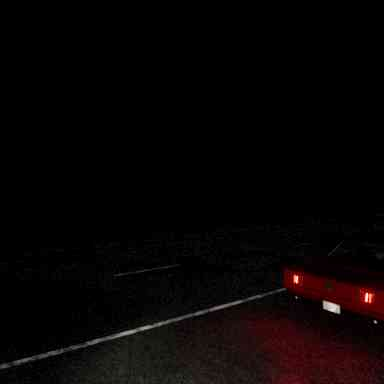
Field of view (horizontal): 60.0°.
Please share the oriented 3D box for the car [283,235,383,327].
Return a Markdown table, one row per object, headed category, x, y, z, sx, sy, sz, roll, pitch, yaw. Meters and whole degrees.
| category | x | y | z | sx | sy | sz | roll | pitch | yaw |
| --- | --- | --- | --- | --- | --- | --- | --- | --- | --- |
| car | 4.051 | 1.532 | 6.615 | 4.718 | 1.301 | 1.895 | -1 | 1 | -35 |
